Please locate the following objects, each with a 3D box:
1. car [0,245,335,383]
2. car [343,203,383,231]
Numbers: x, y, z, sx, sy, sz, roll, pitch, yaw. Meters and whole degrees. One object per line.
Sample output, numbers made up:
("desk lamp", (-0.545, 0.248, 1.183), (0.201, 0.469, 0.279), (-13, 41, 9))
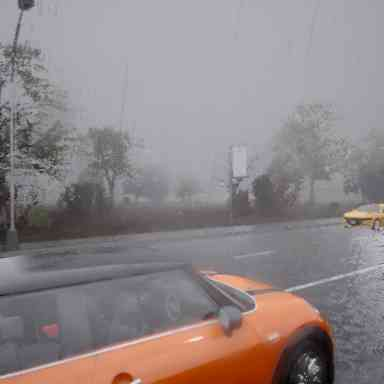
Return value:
("car", (-0.596, 1.352, 3.319), (4.553, 1.767, 2.097), (0, 0, -36))
("car", (11.386, 1.477, 20.718), (5.008, 1.535, 1.882), (0, 0, -35))
